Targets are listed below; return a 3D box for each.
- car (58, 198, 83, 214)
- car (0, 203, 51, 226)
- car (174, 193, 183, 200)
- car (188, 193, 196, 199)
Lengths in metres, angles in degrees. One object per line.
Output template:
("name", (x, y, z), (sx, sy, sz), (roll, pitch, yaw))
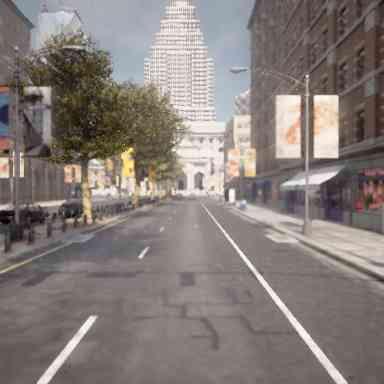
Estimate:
("car", (-11.542, 1.375, 32.874), (1.837, 1.490, 4.892), (0, 0, 1))
("car", (-11.576, 1.457, 22.736), (2.033, 1.411, 5.357), (0, 0, 0))
("car", (-3.485, 1.184, 85.635), (2.128, 1.511, 4.902), (0, 0, 0))
("car", (0.015, 1.198, 85.634), (2.033, 1.411, 5.357), (0, 0, 0))
